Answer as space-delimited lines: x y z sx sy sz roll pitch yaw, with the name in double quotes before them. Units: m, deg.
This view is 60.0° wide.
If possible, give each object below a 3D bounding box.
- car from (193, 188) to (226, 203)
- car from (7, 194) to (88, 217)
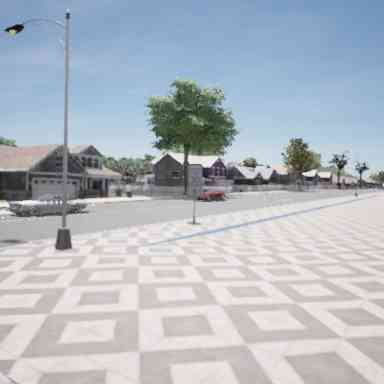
"car" 2.011 0.316 37.738 1.882 1.535 5.008 2 2 35
"car" -9.305 0.811 21.698 1.895 1.301 4.718 2 2 35
